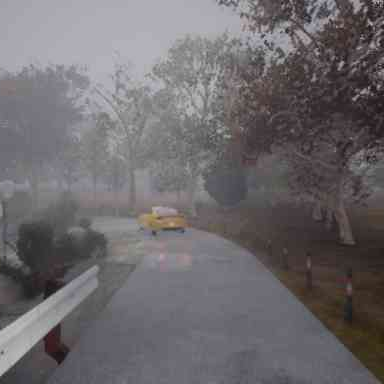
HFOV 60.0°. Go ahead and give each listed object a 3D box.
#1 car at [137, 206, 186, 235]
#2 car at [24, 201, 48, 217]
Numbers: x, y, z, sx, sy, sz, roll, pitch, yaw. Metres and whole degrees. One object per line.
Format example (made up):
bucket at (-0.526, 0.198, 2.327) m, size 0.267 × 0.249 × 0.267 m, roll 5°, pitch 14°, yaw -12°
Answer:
car at (-1.943, 1.600, 19.979) m, size 1.882 × 1.535 × 5.008 m, roll -2°, pitch -1°, yaw -21°
car at (-12.561, 1.538, 29.073) m, size 4.553 × 1.767 × 2.097 m, roll 0°, pitch 4°, yaw 25°
